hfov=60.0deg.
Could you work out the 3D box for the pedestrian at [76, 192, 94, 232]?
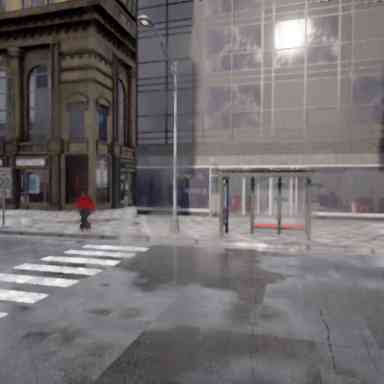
[{"bbox_3d":[-4.619,0.827,14.334,0.375,1.860,0.375,1,2,16],"label":"pedestrian"}]
